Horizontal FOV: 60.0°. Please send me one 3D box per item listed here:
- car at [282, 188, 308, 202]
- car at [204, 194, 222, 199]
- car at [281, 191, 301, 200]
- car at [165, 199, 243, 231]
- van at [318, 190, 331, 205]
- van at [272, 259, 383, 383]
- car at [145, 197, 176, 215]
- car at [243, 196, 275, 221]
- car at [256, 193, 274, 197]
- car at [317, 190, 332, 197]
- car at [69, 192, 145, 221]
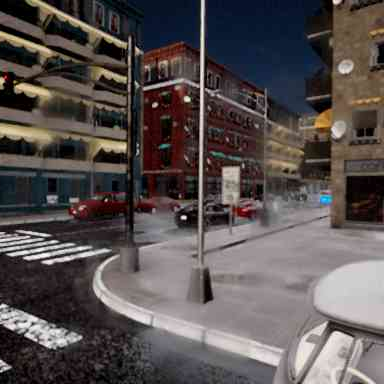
[{"bbox_3d":[15.251,0.382,48.829,2.150,2.045,5.566,1,1,35],"label":"car"},{"bbox_3d":[2.008,0.990,30.218,2.128,1.511,4.902,1,1,35],"label":"car"},{"bbox_3d":[16.426,0.617,55.147,1.947,1.339,4.313,2,2,35],"label":"car"},{"bbox_3d":[0.784,1.292,18.418,1.947,1.339,4.313,2,2,35],"label":"car"},{"bbox_3d":[16.836,0.665,41.177,1.690,1.788,3.998,2,2,35],"label":"van"},{"bbox_3d":[2.233,1.348,1.269,3.998,1.788,1.690,0,1,36],"label":"van"},{"bbox_3d":[-2.832,1.078,27.830,1.887,1.381,4.507,2,2,35],"label":"car"},{"bbox_3d":[3.993,1.228,22.971,1.802,1.307,4.206,2,2,35],"label":"car"},{"bbox_3d":[10.007,0.777,46.041,1.947,1.339,4.313,2,2,35],"label":"car"},{"bbox_3d":[29.266,0.275,73.358,1.887,1.381,4.507,2,2,35],"label":"car"},{"bbox_3d":[-6.039,0.929,23.271,2.192,1.841,5.009,2,2,35],"label":"car"}]
